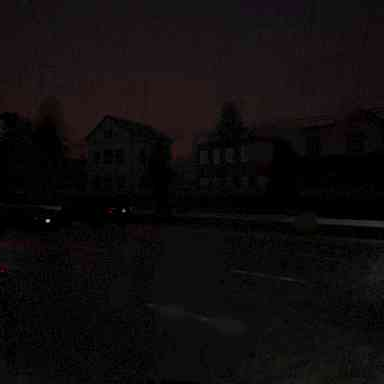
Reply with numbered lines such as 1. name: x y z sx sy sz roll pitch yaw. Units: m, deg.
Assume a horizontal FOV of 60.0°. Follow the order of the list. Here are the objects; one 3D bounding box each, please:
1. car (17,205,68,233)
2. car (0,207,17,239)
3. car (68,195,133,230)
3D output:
1. car: -9.521 1.545 19.373 4.181 1.385 1.994 0 0 36
2. car: -10.860 1.474 16.029 4.902 1.511 2.128 0 0 36
3. car: -6.234 1.204 21.330 5.566 2.045 2.150 0 0 36
